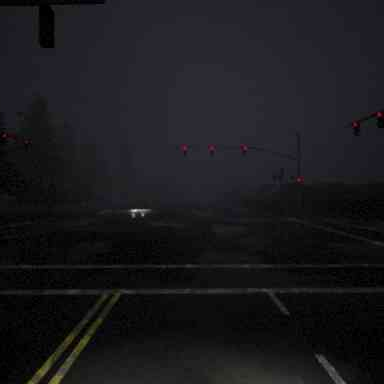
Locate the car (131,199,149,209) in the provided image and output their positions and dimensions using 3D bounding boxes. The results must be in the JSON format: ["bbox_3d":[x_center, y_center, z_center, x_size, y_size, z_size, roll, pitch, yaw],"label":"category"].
[{"bbox_3d":[-7.002,1.597,44.903,1.994,1.385,4.181,0,0,0],"label":"car"}]
